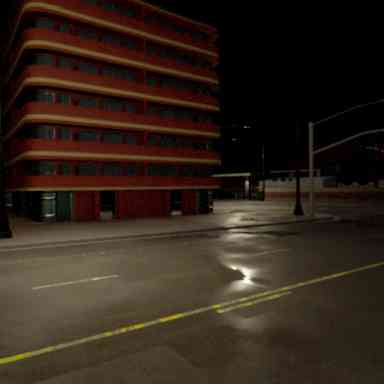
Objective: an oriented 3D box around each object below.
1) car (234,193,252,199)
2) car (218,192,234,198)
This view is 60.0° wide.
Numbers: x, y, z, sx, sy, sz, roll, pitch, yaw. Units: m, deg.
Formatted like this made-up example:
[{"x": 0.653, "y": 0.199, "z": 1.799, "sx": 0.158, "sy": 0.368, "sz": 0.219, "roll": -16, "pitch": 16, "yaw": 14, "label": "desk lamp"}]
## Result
[{"x": 12.977, "y": 0.858, "z": 82.004, "sx": 3.806, "sy": 1.475, "sz": 1.970, "roll": -1, "pitch": 1, "yaw": -35, "label": "car"}, {"x": 9.006, "y": 0.711, "z": 86.226, "sx": 4.611, "sy": 1.667, "sz": 2.242, "roll": -1, "pitch": 1, "yaw": -35, "label": "car"}]
